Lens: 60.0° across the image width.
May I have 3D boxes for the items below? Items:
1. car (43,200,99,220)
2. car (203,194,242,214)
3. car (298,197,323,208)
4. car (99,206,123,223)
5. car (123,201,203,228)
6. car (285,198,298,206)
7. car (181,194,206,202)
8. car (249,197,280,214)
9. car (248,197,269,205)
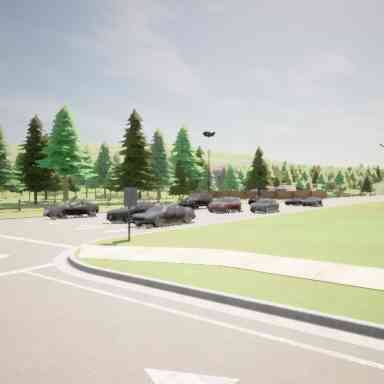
[{"bbox_3d":[-10.324,1.491,28.729,2.128,1.511,4.902,0,0,36],"label":"car"},{"bbox_3d":[3.610,1.351,35.892,2.097,1.767,4.553,0,0,36],"label":"car"},{"bbox_3d":[17.944,1.477,49.427,1.882,1.535,5.008,0,0,37],"label":"car"},{"bbox_3d":[-4.212,1.478,25.226,1.882,1.535,5.008,0,0,36],"label":"car"},{"bbox_3d":[-1.812,1.547,22.578,2.033,1.411,5.357,0,0,36],"label":"car"},{"bbox_3d":[16.493,1.601,53.332,1.895,1.301,4.718,0,0,37],"label":"car"},{"bbox_3d":[0.689,1.223,43.748,2.150,2.045,5.566,0,0,37],"label":"car"},{"bbox_3d":[7.926,1.506,35.857,1.837,1.490,4.892,0,0,36],"label":"car"},{"bbox_3d":[11.755,1.613,58.678,1.895,1.301,4.718,0,0,36],"label":"car"}]
